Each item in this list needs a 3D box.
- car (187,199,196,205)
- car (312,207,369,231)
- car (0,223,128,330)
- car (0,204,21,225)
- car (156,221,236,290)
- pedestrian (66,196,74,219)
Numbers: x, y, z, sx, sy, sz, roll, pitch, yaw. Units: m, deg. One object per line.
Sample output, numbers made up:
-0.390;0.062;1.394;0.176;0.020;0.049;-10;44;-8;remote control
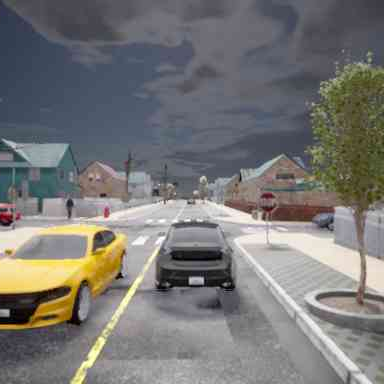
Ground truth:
-0.145;2.184;75.342;1.994;1.385;4.181;0;-1;0;car
10.921;1.808;23.452;4.553;1.767;2.097;1;-1;1;car
-2.758;1.525;7.402;1.882;1.535;5.008;0;0;1;car
-13.616;1.060;20.428;5.566;2.045;2.150;1;-1;-1;car
0.081;1.566;9.221;1.837;1.490;4.892;0;0;0;car
-9.680;1.199;26.287;0.375;1.860;0.375;0;-3;0;pedestrian
